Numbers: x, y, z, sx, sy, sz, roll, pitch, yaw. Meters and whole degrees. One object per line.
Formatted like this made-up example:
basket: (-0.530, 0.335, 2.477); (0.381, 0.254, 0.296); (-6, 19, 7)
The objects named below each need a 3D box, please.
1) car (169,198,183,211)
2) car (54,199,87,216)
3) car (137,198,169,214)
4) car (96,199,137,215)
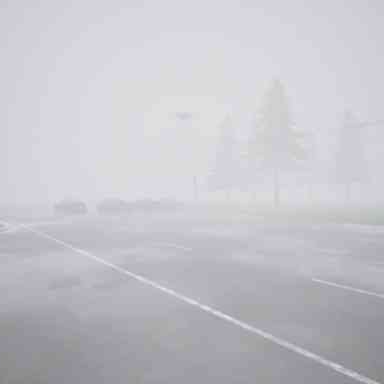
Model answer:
car: (-2.746, 1.407, 37.022); (1.812, 1.442, 4.674); (0, 0, -37)
car: (-11.431, 1.358, 31.131); (1.882, 1.535, 5.008); (0, 0, -37)
car: (-4.825, 1.377, 33.972); (2.128, 1.511, 4.902); (0, 0, -37)
car: (-7.630, 1.378, 31.881); (2.128, 1.511, 4.902); (0, 0, -37)
